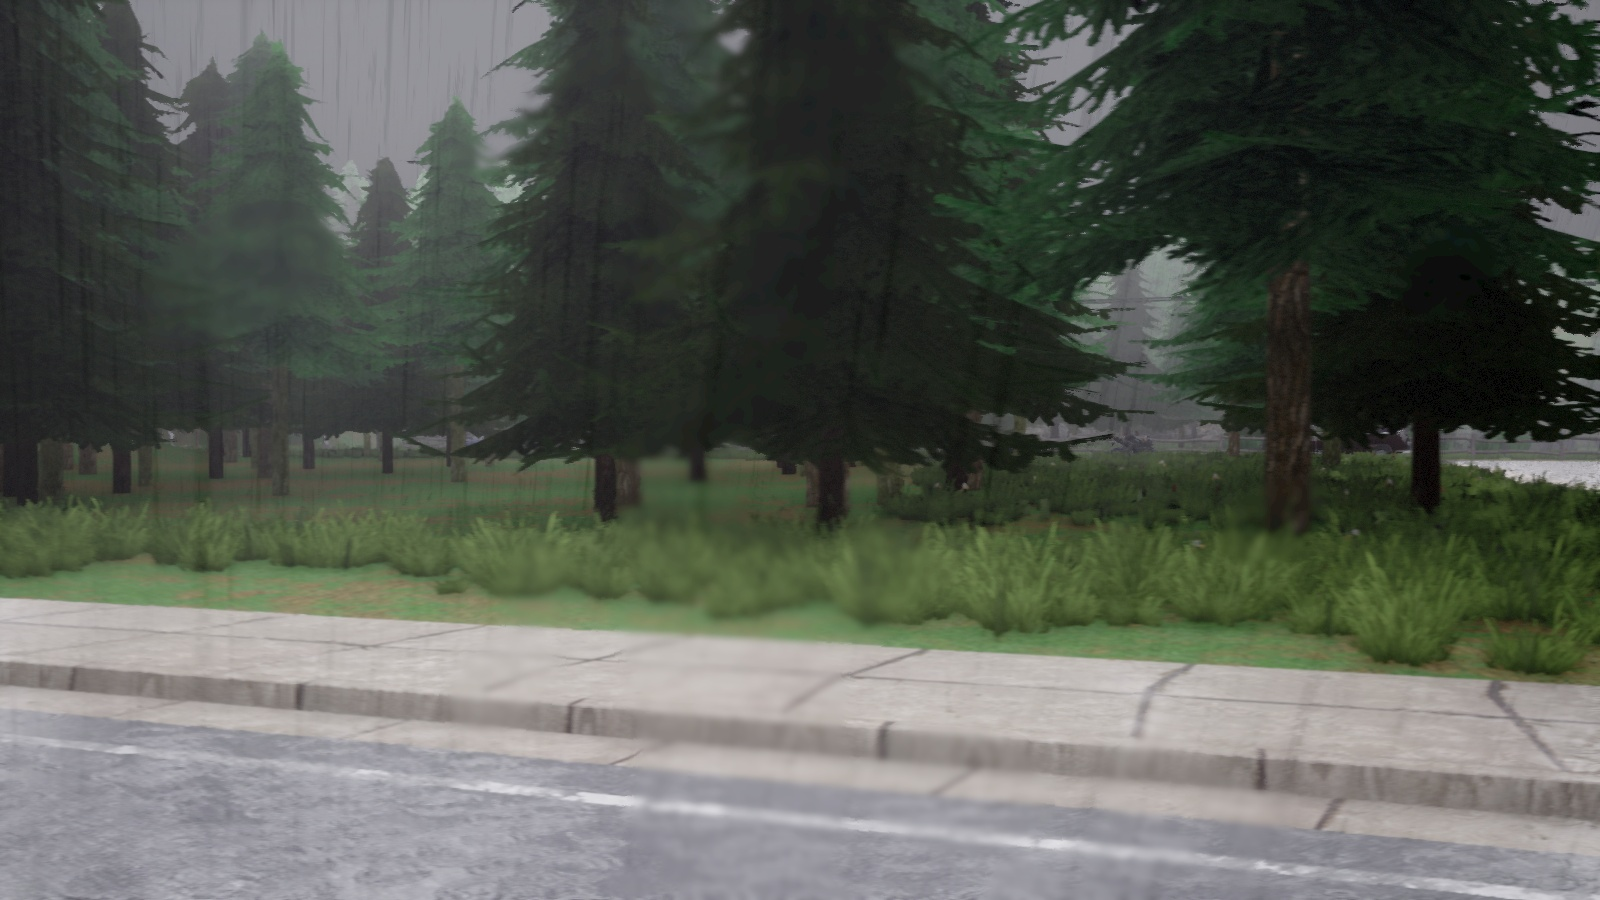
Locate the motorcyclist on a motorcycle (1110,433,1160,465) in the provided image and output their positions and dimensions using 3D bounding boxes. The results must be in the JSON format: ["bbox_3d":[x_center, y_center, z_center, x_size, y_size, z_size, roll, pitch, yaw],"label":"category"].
[{"bbox_3d":[16.136,-0.063,60.503,2.191,1.530,0.866,1,1,22],"label":"motorcyclist on a motorcycle"}]

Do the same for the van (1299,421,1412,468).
[{"bbox_3d":[24.989,-0.259,56.508,4.480,2.038,2.069,1,1,30],"label":"van"}]
